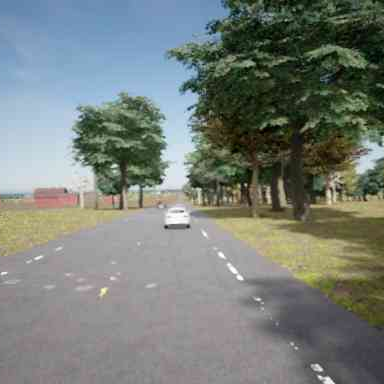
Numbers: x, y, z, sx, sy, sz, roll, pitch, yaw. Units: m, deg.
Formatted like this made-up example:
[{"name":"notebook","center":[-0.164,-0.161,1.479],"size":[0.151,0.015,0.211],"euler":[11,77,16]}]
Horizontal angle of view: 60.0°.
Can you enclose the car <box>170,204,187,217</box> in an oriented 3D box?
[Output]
[{"name":"car","center":[-1.575,2.133,39.285],"size":[1.895,1.301,4.718],"euler":[-1,-1,-1]}]

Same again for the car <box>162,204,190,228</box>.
[{"name":"car","center":[-1.094,1.867,24.889],"size":[1.812,1.442,4.674],"euler":[-1,-1,-2]}]

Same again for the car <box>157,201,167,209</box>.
[{"name":"car","center":[-5.903,2.557,65.435],"size":[1.812,1.442,4.674],"euler":[-1,-1,-2]}]
